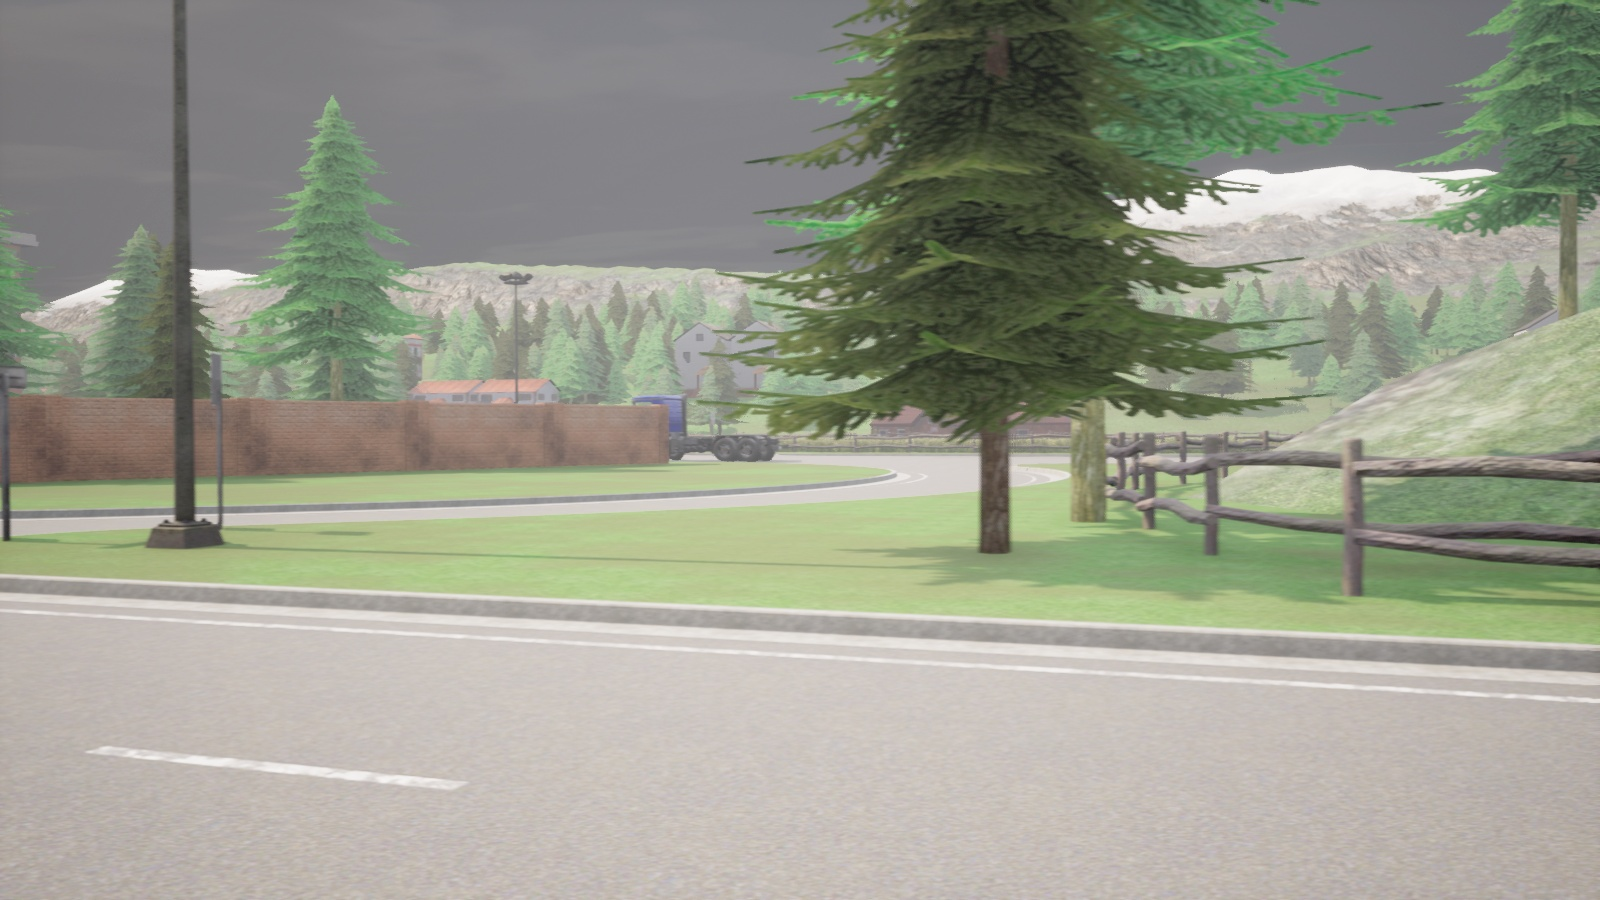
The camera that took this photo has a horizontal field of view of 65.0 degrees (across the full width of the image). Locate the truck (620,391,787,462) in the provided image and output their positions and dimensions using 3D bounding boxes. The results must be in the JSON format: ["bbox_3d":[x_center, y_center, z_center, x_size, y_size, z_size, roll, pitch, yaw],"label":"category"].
[{"bbox_3d":[-4.867,-1.191,63.549,7.936,3.462,2.891,1,1,19],"label":"truck"}]
